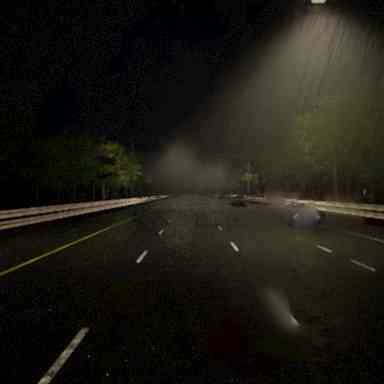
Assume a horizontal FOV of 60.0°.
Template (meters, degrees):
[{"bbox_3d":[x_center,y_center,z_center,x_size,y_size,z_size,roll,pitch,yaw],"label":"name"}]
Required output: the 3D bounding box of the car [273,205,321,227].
[{"bbox_3d":[7.017,1.567,22.677,2.033,1.411,5.357,0,0,0],"label":"car"}]

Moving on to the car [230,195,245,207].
[{"bbox_3d":[7.043,1.607,51.746,1.994,1.385,4.181,0,0,0],"label":"car"}]
